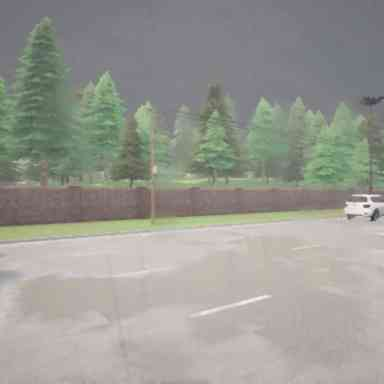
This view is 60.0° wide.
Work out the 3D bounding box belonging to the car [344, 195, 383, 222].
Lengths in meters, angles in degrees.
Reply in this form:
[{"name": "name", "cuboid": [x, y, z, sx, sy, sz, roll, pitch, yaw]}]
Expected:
[{"name": "car", "cuboid": [14.682, 1.231, 27.102, 5.566, 2.045, 2.150, 0, 0, -35]}]
